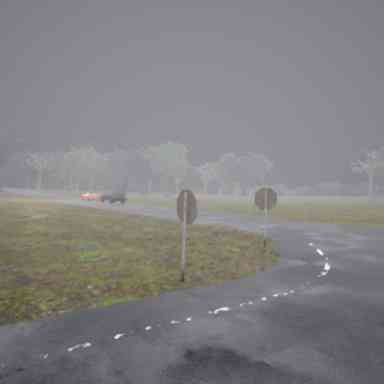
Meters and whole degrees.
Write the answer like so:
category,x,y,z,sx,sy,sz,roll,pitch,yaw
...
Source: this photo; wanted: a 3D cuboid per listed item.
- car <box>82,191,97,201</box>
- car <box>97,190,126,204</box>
category,x,y,z,sx,sy,sz,roll,pitch,yaw
car,-18.010,0.673,59.108,2.097,1.767,4.553,2,0,-35
car,-12.021,0.742,50.657,2.150,2.045,5.566,2,0,-35
